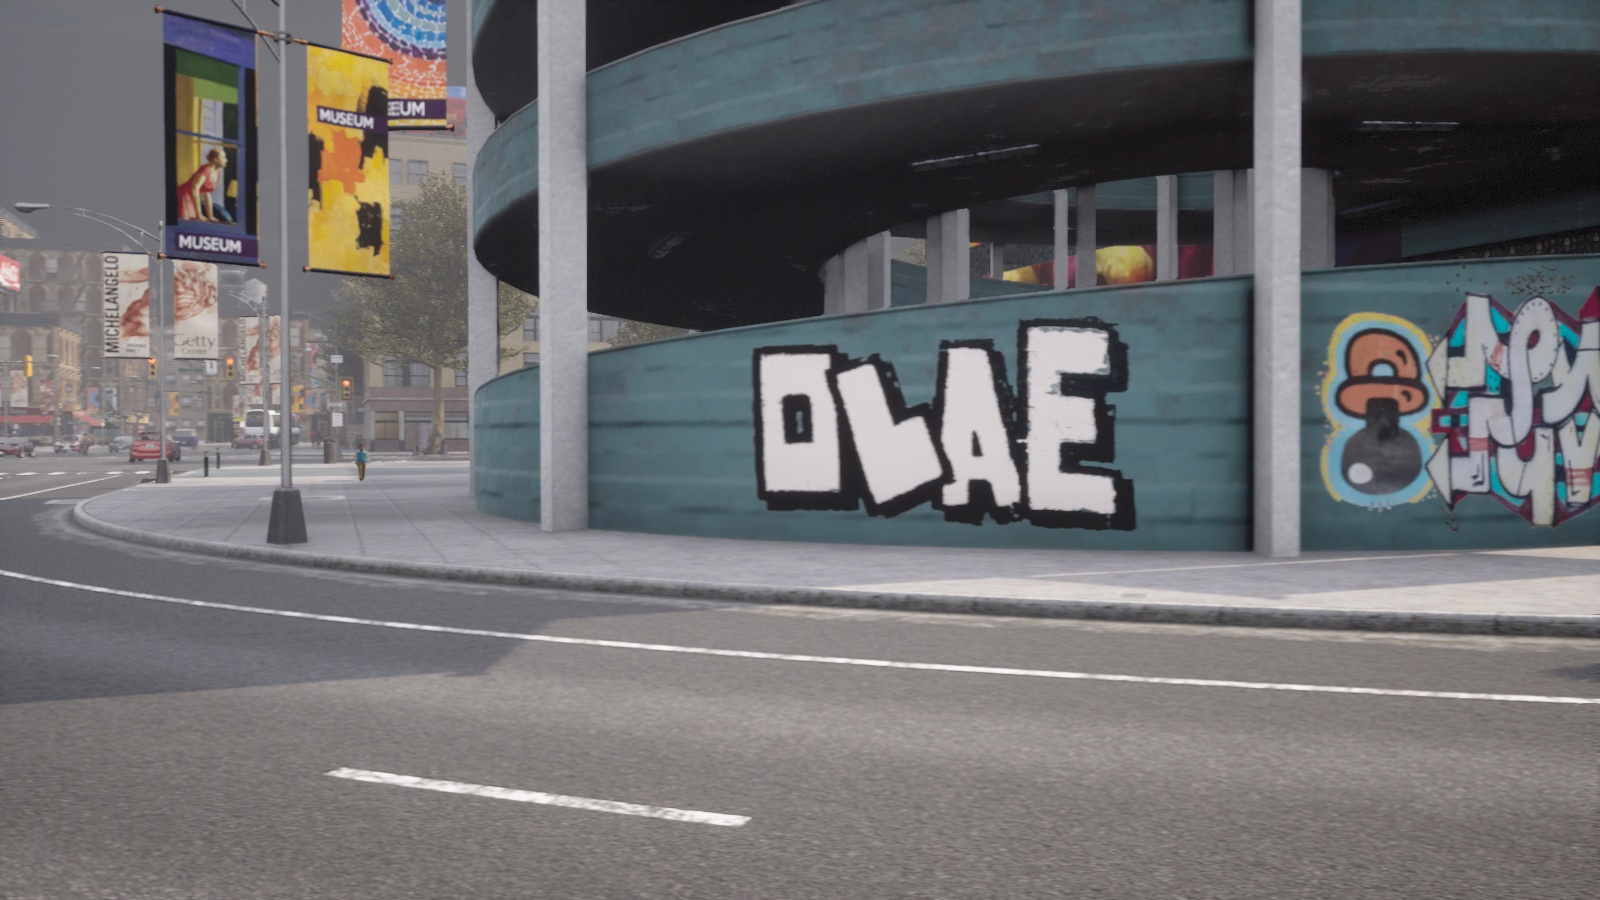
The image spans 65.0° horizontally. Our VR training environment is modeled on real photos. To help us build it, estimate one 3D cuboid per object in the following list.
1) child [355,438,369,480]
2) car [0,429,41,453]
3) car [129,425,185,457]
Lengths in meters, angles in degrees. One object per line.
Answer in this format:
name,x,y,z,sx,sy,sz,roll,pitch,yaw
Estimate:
child,-12.792,0.261,36.678,0.343,1.192,0.448,0,1,-22
car,-51.283,-0.611,81.857,2.163,1.488,4.792,0,1,-20
car,-35.643,-0.521,69.739,2.242,1.667,4.611,0,1,-20
